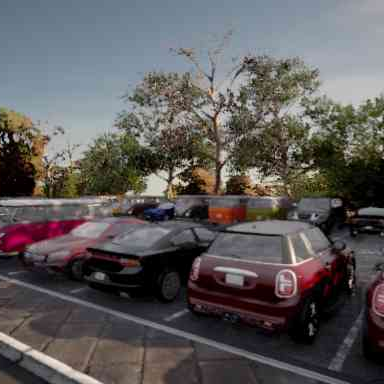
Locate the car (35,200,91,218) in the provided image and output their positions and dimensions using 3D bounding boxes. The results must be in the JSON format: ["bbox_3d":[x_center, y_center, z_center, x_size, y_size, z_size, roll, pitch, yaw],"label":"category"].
[{"bbox_3d":[-12.886,1.664,33.534,2.097,1.535,5.008,-1,-1,36],"label":"car"}]

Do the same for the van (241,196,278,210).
[{"bbox_3d":[5.085,1.247,20.817,1.878,1.987,4.442,0,0,36],"label":"van"}]

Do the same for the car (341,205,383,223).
[{"bbox_3d":[9.620,1.488,17.420,2.097,1.535,5.008,0,0,36],"label":"car"}]

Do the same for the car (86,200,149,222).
[{"bbox_3d":[-6.233,1.550,28.550,1.946,1.575,5.366,-1,-1,36],"label":"car"}]

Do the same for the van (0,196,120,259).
[{"bbox_3d":[-4.933,1.241,11.616,1.878,1.987,4.442,0,0,36],"label":"van"}]

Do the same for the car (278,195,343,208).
[{"bbox_3d":[7.253,1.229,19.086,2.435,2.045,5.566,0,0,36],"label":"car"}]

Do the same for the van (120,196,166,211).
[{"bbox_3d":[-3.946,1.290,26.996,1.878,1.987,4.442,-1,-1,36],"label":"van"}]

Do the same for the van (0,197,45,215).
[{"bbox_3d":[-19.575,1.550,38.473,1.878,1.987,4.442,-1,-1,36],"label":"van"}]

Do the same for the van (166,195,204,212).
[{"bbox_3d":[0.438,1.233,23.857,1.878,1.987,4.442,0,0,36],"label":"van"}]

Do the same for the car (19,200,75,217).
[{"bbox_3d":[-15.241,1.703,35.220,2.097,1.535,5.008,-1,-1,36],"label":"car"}]

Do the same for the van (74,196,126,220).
[{"bbox_3d":[-8.313,1.364,30.410,1.878,1.987,4.442,-1,-1,36],"label":"van"}]

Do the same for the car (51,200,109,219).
[{"bbox_3d":[-10.634,1.628,31.921,2.231,1.521,4.892,-1,-1,36],"label":"car"}]

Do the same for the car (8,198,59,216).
[{"bbox_3d":[-17.408,1.613,36.739,2.185,1.767,4.553,-1,-1,36],"label":"car"}]

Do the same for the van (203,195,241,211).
[{"bbox_3d":[2.934,1.240,22.357,1.878,1.987,4.442,0,0,36],"label":"van"}]

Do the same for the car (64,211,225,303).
[{"bbox_3d":[-0.355,1.482,8.475,2.097,1.535,5.008,0,0,36],"label":"car"}]

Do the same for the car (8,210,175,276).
[{"bbox_3d":[-2.607,1.515,10.097,2.002,1.452,4.674,0,0,36],"label":"car"}]

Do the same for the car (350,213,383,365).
[{"bbox_3d":[4.145,1.371,5.221,2.185,1.767,4.553,0,0,36],"label":"car"}]

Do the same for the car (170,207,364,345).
[{"bbox_3d":[1.888,1.364,6.837,2.185,1.767,4.553,0,0,36],"label":"car"}]

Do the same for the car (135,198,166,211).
[{"bbox_3d":[-1.620,1.478,25.481,2.097,1.535,5.008,-1,-1,36],"label":"car"}]

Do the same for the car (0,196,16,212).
[{"bbox_3d":[-26.381,1.644,43.236,2.435,2.045,5.566,-1,-1,36],"label":"car"}]
